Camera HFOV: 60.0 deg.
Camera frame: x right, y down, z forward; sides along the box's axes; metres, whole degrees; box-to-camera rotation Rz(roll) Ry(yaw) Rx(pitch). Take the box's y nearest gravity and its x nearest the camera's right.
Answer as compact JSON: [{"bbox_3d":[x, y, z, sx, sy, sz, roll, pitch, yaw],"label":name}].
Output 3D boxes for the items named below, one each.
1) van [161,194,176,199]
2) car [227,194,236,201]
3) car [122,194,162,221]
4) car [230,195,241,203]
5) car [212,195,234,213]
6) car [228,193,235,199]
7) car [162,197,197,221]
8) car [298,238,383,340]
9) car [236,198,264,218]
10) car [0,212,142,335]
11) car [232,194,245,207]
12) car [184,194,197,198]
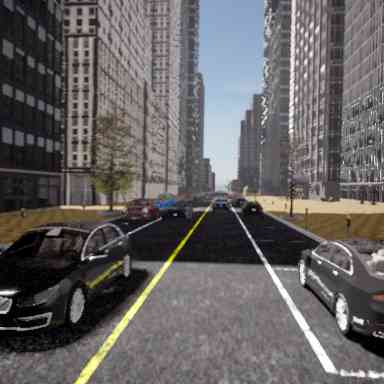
[{"bbox_3d":[-2.673,1.047,35.298,1.690,1.788,3.998,1,0,5],"label":"van"},{"bbox_3d":[8.979,1.157,75.174,1.812,1.442,4.674,1,0,5],"label":"car"},{"bbox_3d":[-3.680,1.206,24.061,1.967,1.590,4.097,1,0,5],"label":"car"},{"bbox_3d":[8.189,1.273,62.647,1.947,1.339,4.313,0,0,5],"label":"car"},{"bbox_3d":[3.074,1.360,34.924,2.033,1.411,5.357,1,0,6],"label":"car"},{"bbox_3d":[10.722,1.073,90.917,1.752,1.417,4.829,1,0,5],"label":"car"},{"bbox_3d":[-0.980,1.373,24.962,1.994,1.385,4.181,1,0,5],"label":"car"},{"bbox_3d":[3.283,1.565,6.436,2.008,1.369,4.403,0,0,5],"label":"car"},{"bbox_3d":[5.168,1.458,28.926,1.947,1.339,4.313,0,0,5],"label":"car"},{"bbox_3d":[-2.609,1.409,6.915,1.837,1.490,4.892,1,1,5],"label":"car"},{"bbox_3d":[6.679,1.366,45.787,1.947,1.339,4.313,0,0,5],"label":"car"},{"bbox_3d":[-0.660,1.164,57.775,1.802,1.307,4.206,1,0,5],"label":"car"}]
